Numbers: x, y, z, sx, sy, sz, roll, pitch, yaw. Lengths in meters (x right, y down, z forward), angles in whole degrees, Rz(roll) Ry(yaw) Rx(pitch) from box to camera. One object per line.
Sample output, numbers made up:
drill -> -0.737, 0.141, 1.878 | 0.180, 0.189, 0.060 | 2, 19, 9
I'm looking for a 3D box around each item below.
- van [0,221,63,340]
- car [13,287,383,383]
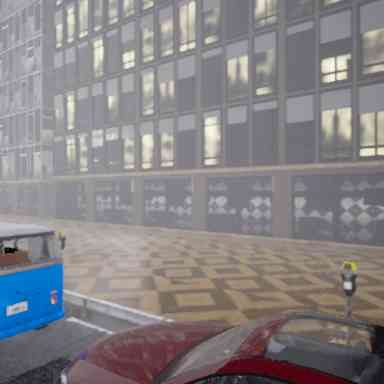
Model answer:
van -> -3.902, 1.373, 5.654 | 3.998, 1.788, 1.690 | 0, 0, 36
car -> 0.733, 1.585, 2.347 | 4.206, 1.307, 1.802 | 0, 0, 36
